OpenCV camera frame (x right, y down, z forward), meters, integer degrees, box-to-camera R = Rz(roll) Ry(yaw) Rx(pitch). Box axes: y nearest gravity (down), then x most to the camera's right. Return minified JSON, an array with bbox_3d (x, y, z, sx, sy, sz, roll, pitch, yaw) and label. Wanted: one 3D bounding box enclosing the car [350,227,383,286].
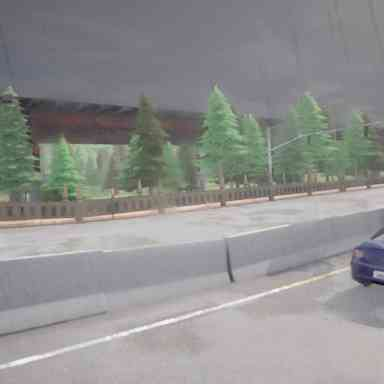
[{"bbox_3d":[5.457,1.358,7.675,4.674,1.442,1.812,-2,1,-36],"label":"car"}]
